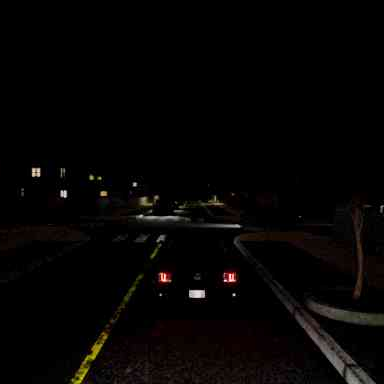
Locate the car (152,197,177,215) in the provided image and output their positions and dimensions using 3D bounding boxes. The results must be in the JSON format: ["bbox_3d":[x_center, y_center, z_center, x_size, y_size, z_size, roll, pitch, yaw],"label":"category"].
[{"bbox_3d":[-2.879,1.546,34.138,1.837,1.490,4.892,0,0,1],"label":"car"}]

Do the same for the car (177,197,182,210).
[{"bbox_3d":[-2.848,1.420,44.234,2.097,1.767,4.553,0,0,0],"label":"car"}]

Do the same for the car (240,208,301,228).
[{"bbox_3d":[5.516,1.761,23.501,4.181,1.385,1.994,1,-1,0],"label":"car"}]

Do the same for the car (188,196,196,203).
[{"bbox_3d":[-0.005,1.695,75.456,1.837,1.490,4.892,0,0,0],"label":"car"}]

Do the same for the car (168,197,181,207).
[{"bbox_3d":[-2.842,1.633,55.569,1.812,1.442,4.674,0,0,1],"label":"car"}]

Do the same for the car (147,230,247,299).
[{"bbox_3d":[0.098,1.605,8.391,1.895,1.301,4.718,0,0,0],"label":"car"}]

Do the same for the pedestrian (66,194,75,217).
[{"bbox_3d":[-9.631,1.046,26.420,0.375,1.860,0.375,0,-2,0],"label":"pedestrian"}]
